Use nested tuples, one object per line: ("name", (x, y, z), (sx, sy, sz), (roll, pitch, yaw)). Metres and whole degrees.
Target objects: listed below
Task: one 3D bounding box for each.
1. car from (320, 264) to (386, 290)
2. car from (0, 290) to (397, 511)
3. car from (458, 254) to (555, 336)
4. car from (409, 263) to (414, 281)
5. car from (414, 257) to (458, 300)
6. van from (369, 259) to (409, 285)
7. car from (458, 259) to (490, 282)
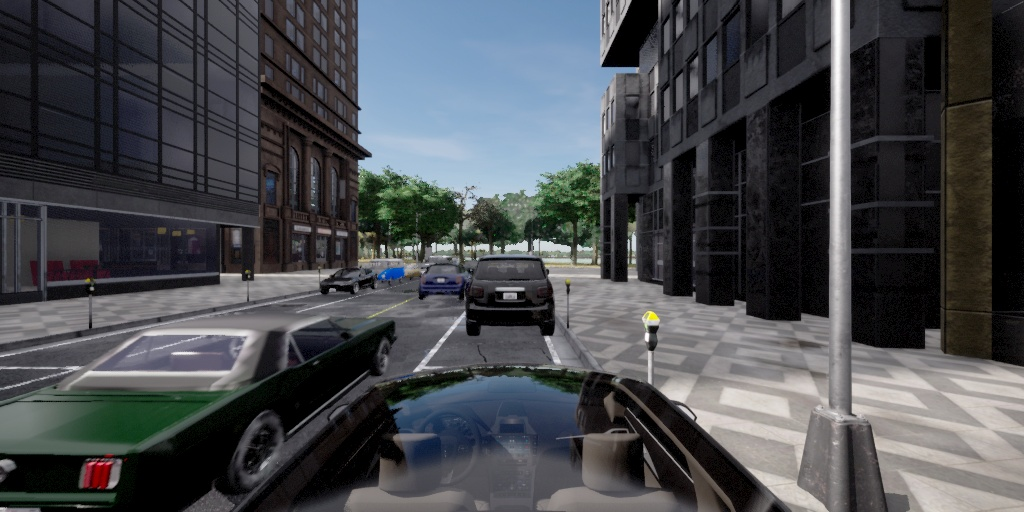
("car", (-8.908, 1.317, 19.986), (1.948, 1.339, 4.313), (0, 0, 0))
("car", (-3.040, 1.350, 4.449), (1.895, 1.301, 4.718), (0, 0, 1))
("car", (-0.039, 0.970, 10.530), (2.150, 2.045, 5.566), (0, 0, 0))
("car", (-8.908, 1.280, 30.691), (1.751, 1.417, 4.829), (0, 0, 0))
("car", (-3.145, 1.104, 17.951), (2.097, 1.767, 4.553), (0, 0, 0))
("van", (-8.908, 1.093, 25.423), (1.690, 1.789, 3.998), (0, 0, 0))
("car", (-3.063, 1.105, 29.782), (2.097, 1.767, 4.553), (0, 0, 0))
